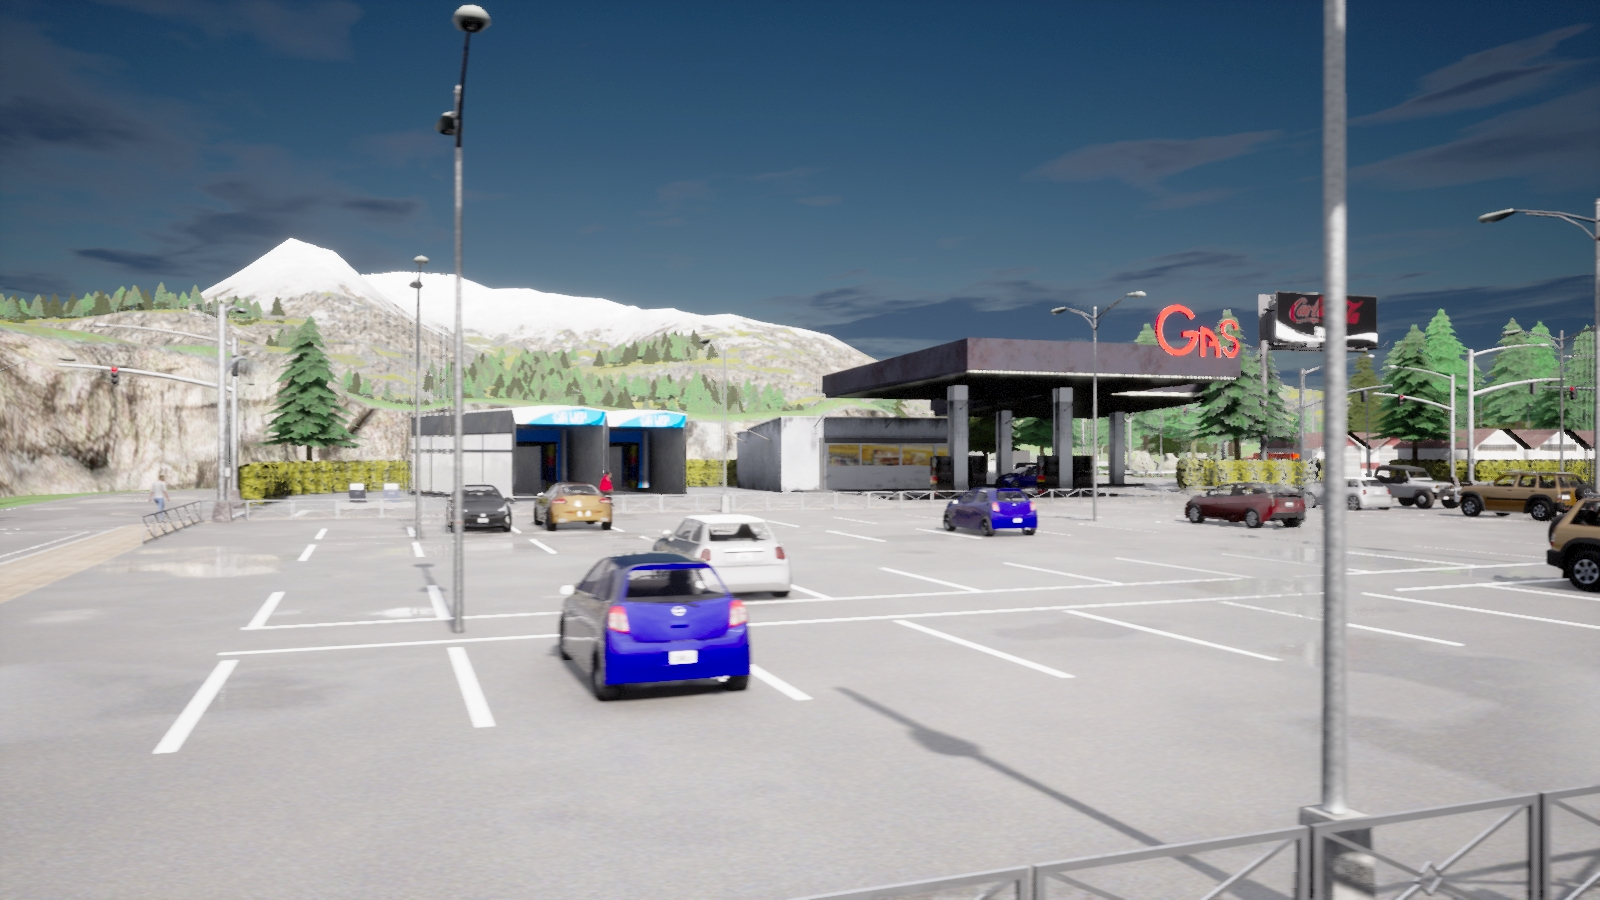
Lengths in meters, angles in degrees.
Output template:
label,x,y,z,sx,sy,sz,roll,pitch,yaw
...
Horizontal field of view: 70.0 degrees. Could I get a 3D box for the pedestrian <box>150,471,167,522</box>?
label,x,y,z,sx,sy,sz,roll,pitch,yaw
pedestrian,-23.378,1.691,41.633,0.375,1.860,0.375,0,0,15

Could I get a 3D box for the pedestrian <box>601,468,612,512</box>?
label,x,y,z,sx,sy,sz,roll,pitch,yaw
pedestrian,-8.201,1.693,48.434,0.375,1.860,0.375,0,0,-20
